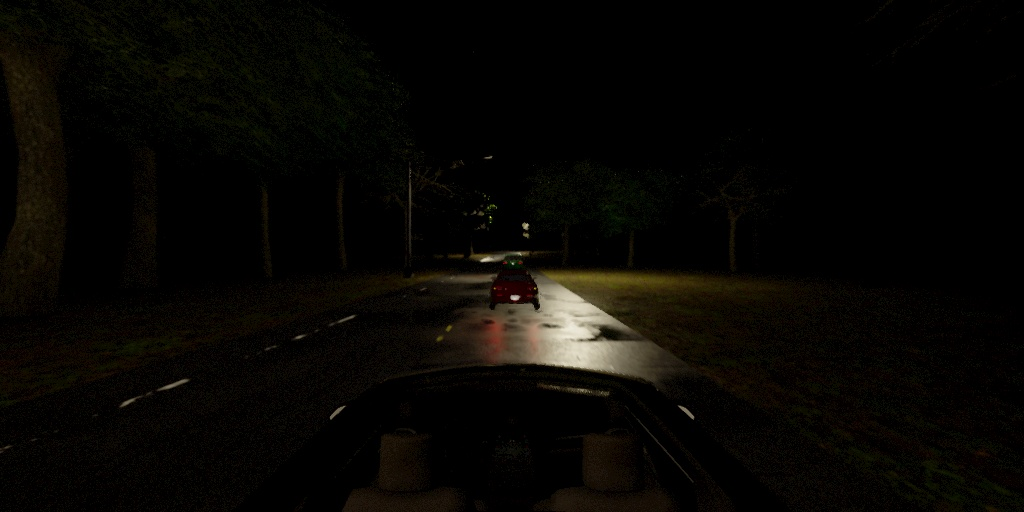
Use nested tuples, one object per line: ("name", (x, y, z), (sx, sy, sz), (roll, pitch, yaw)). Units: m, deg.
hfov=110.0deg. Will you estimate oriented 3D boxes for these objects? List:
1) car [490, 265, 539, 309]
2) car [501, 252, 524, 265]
("car", (0.101, 1.264, 14.808), (1.812, 1.442, 4.674), (0, 0, 0))
("car", (0.105, 0.850, 39.101), (2.150, 2.045, 5.566), (0, 1, 0))
